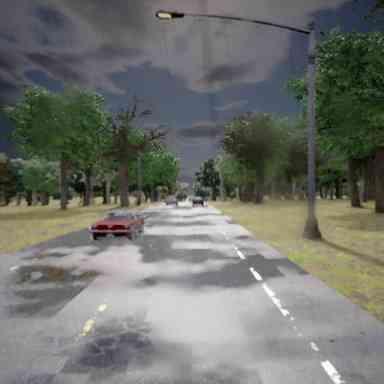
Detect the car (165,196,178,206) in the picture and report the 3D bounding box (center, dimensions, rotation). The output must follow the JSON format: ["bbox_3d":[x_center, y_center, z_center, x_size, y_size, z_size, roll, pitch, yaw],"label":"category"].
[{"bbox_3d":[-3.553,1.465,58.666,2.097,1.767,4.553,0,0,1],"label":"car"}]

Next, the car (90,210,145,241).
[{"bbox_3d":[-3.601,1.606,16.858,1.895,1.301,4.718,0,0,0],"label":"car"}]

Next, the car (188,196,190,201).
[{"bbox_3d":[-0.012,1.800,90.581,1.882,1.535,5.008,0,-1,0],"label":"car"}]

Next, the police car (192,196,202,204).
[{"bbox_3d":[1.041,1.618,67.056,1.930,1.638,5.238,0,-1,0],"label":"police car"}]

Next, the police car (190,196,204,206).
[{"bbox_3d":[1.042,1.526,57.054,1.930,1.638,5.238,0,0,0],"label":"police car"}]
